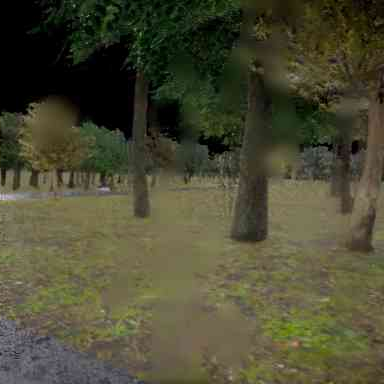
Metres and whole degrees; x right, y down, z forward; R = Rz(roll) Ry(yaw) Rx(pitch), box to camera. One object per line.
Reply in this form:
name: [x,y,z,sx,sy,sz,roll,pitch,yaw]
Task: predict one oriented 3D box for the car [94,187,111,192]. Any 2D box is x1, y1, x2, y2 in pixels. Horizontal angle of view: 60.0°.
car: [-24.116,-0.717,89.679,1.812,1.442,4.674,4,4,35]
